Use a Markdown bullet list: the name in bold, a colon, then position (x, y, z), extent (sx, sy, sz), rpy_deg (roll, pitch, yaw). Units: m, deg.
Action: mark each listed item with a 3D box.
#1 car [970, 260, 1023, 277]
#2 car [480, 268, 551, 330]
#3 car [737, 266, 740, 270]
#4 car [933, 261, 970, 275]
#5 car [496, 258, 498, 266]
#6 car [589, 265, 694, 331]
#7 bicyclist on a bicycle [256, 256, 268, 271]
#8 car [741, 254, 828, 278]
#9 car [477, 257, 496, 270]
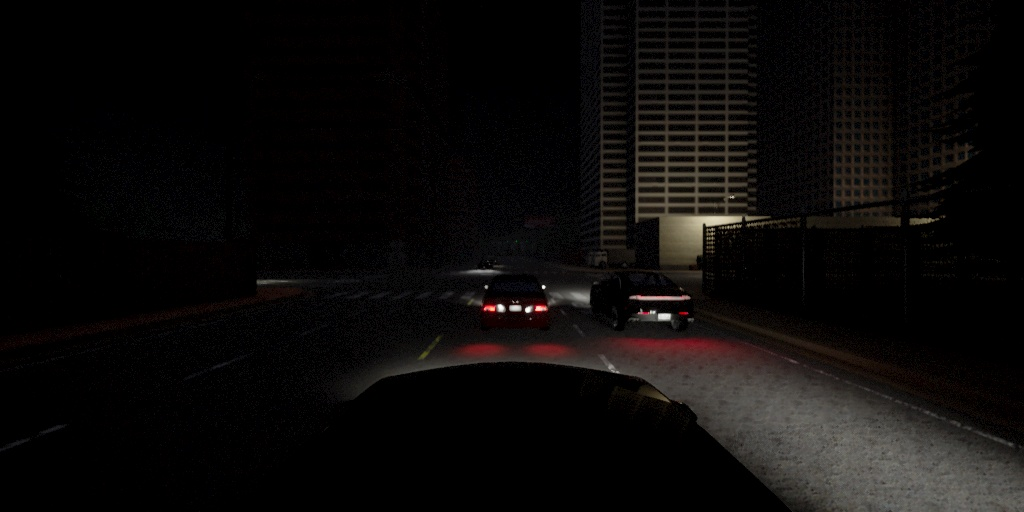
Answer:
- **car**: position (41.246, 1.023, 29.233), extent (5.008, 1.535, 1.882), rpy_deg (0, 0, 0)
- **car**: position (0.091, 1.248, 10.847), extent (2.033, 1.411, 5.357), rpy_deg (0, 0, 0)
- **car**: position (23.056, 1.031, 32.734), extent (4.892, 1.490, 1.837), rpy_deg (0, 0, 0)
- **car**: position (41.651, 1.004, 32.732), extent (5.008, 1.535, 1.882), rpy_deg (0, 0, 0)
- **car**: position (-3.463, 0.893, 63.652), extent (1.882, 1.535, 5.008), rpy_deg (0, 0, 1)
- **car**: position (3.614, 1.192, 10.809), extent (2.128, 1.511, 4.902), rpy_deg (0, 0, 1)
- **bicyclist on a bicycle**: position (-26.476, 0.800, 37.813), extent (0.582, 1.620, 1.656), rpy_deg (0, 1, 10)
- **car**: position (22.381, 0.766, 29.232), extent (5.566, 2.045, 2.150), rpy_deg (0, 0, 0)
- **car**: position (-3.512, 1.105, 47.148), extent (1.895, 1.301, 4.718), rpy_deg (0, 0, 0)
